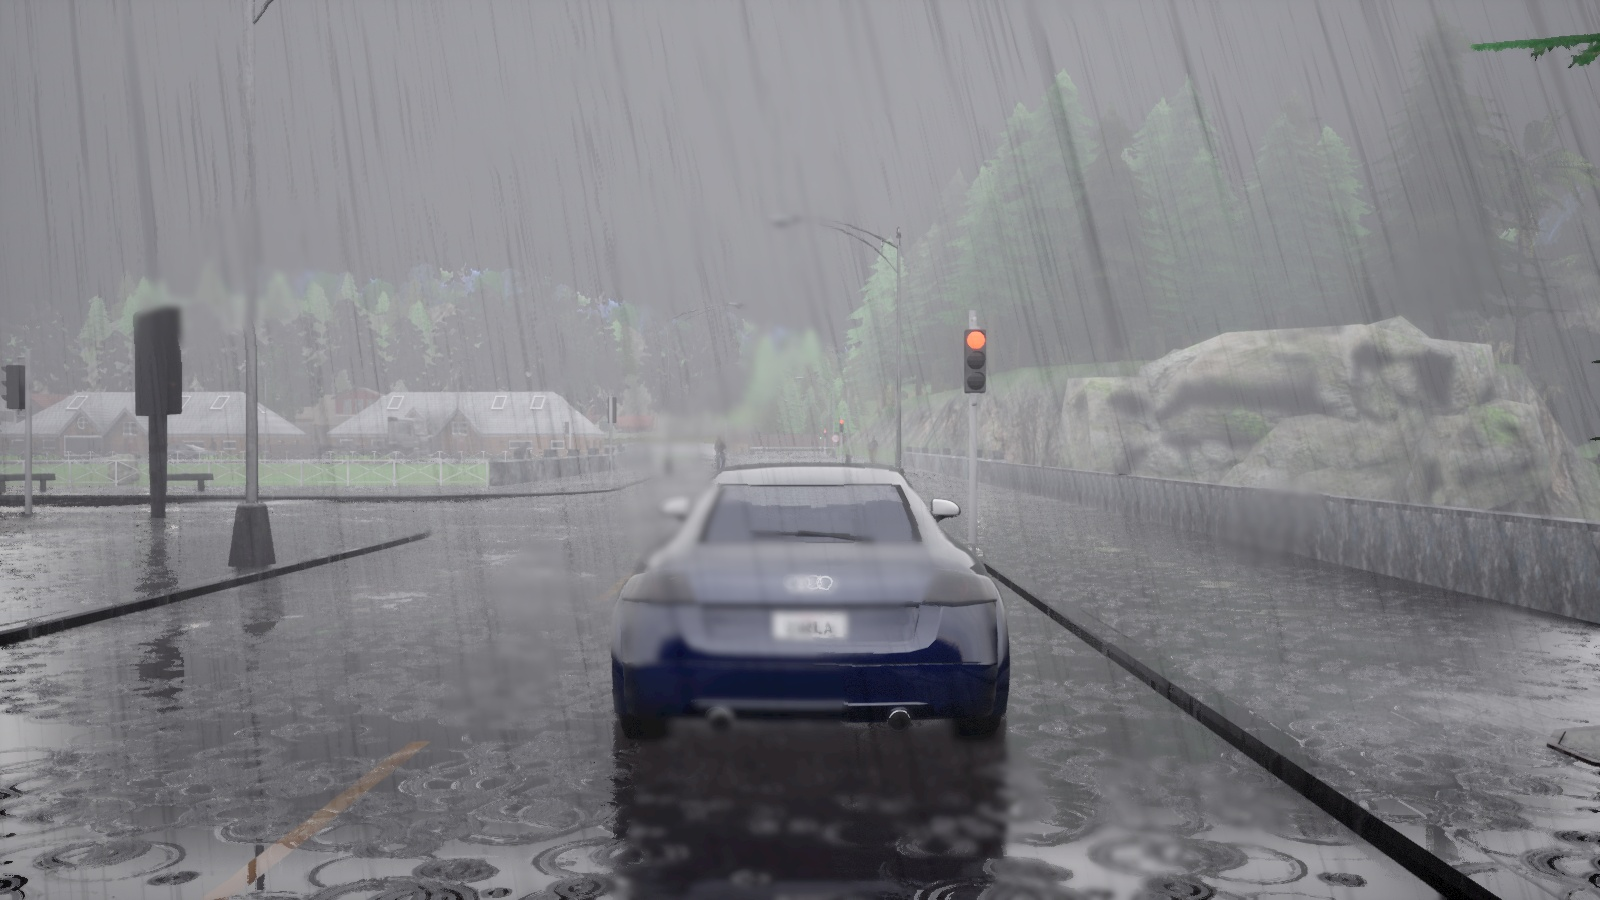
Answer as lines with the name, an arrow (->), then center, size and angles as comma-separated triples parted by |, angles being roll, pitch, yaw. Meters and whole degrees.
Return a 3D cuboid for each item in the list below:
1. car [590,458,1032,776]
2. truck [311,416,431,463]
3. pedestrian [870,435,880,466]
car -> 0.066, 0.767, 7.763 | 1.994, 1.385, 4.181 | 0, 0, 1
truck -> -31.734, -0.787, 93.157 | 7.936, 3.462, 2.891 | 0, 0, 0
pedestrian -> 4.469, 0.038, 74.769 | 0.540, 1.848, 0.694 | 0, 0, 1
